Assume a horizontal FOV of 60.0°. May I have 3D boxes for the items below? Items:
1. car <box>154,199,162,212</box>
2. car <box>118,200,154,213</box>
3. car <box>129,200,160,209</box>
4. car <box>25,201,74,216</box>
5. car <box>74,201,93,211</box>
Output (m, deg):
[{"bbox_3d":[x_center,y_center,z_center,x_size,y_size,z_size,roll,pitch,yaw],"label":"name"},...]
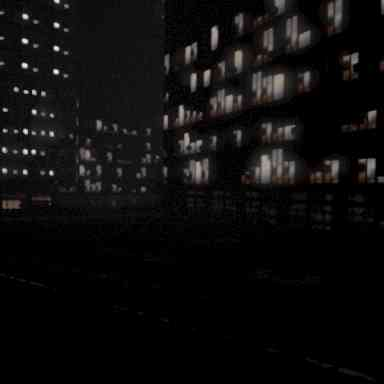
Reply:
[{"bbox_3d":[-3.429,2.053,49.890,5.009,1.841,2.192,0,1,-34],"label":"car"},{"bbox_3d":[-8.110,2.254,46.691,4.507,1.381,1.887,0,1,-34],"label":"car"},{"bbox_3d":[-8.023,2.122,56.299,4.829,1.417,1.752,0,1,-34],"label":"car"},{"bbox_3d":[-17.462,1.968,40.284,5.009,1.841,2.192,0,1,-34],"label":"car"},{"bbox_3d":[-17.239,2.091,49.991,4.403,1.369,2.008,0,1,-34],"label":"car"}]
